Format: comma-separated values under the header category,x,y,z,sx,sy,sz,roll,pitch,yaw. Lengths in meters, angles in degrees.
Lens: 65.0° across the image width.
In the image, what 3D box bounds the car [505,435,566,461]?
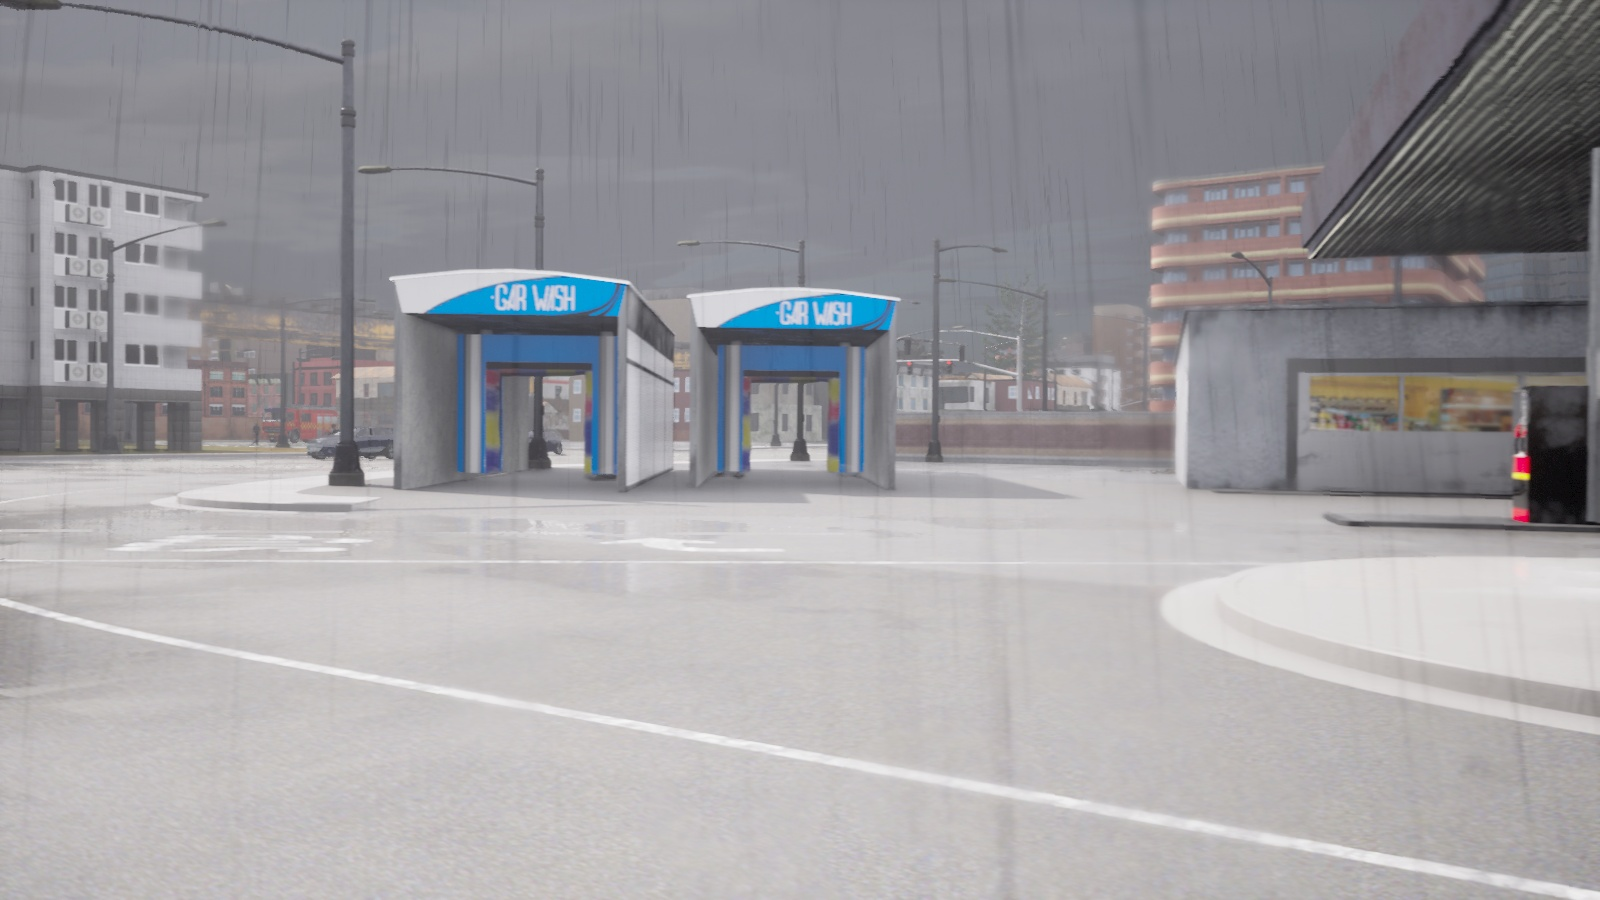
category,x,y,z,sx,sy,sz,roll,pitch,yaw
car,-15.714,-0.134,74.719,1.845,1.501,3.633,0,1,20

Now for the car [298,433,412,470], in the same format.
category,x,y,z,sx,sy,sz,roll,pitch,yaw
car,-21.045,0.037,59.616,2.033,1.649,4.856,0,1,32
